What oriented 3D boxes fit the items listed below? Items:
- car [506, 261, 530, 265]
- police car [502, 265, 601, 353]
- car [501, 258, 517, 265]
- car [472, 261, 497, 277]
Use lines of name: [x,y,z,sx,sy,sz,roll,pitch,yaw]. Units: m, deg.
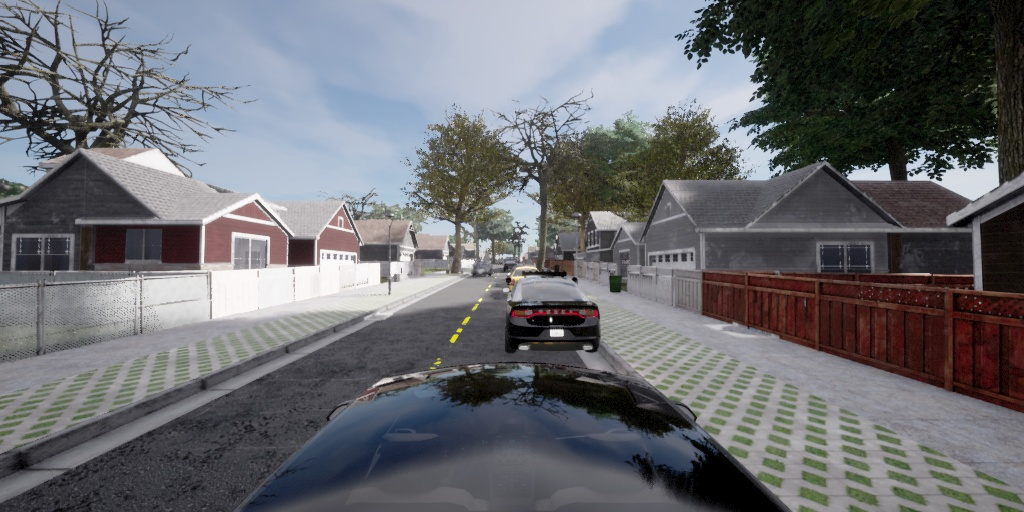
car: [0.737,1.221,19.104,1.801,1.575,5.366,0,0,0]
police car: [0.790,1.181,9.017,1.930,1.638,5.238,0,0,0]
car: [-0.201,1.345,49.566,1.882,1.535,5.008,0,0,0]
car: [-2.927,1.300,35.899,2.128,1.511,4.902,0,0,0]
